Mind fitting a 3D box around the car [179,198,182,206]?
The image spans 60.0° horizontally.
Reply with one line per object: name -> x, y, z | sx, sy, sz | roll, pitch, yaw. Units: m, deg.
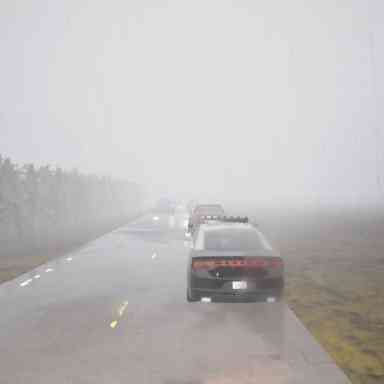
car -> -2.655, 1.752, 59.386 | 1.994, 1.385, 4.181 | 0, 0, 0

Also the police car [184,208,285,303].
police car -> 0.838, 1.429, 8.401 | 1.930, 1.638, 5.238 | 0, 0, 0

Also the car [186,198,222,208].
car -> 0.853, 1.371, 18.263 | 2.097, 1.767, 4.553 | 0, 0, 0

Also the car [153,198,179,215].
car -> -2.795, 1.424, 34.231 | 2.097, 1.767, 4.553 | 0, 0, 0

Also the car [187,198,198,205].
car -> 0.101, 1.773, 63.363 | 1.994, 1.385, 4.181 | 0, 0, 0

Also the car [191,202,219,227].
car -> 0.863, 1.542, 24.293 | 1.837, 1.490, 4.892 | 0, 0, 0
